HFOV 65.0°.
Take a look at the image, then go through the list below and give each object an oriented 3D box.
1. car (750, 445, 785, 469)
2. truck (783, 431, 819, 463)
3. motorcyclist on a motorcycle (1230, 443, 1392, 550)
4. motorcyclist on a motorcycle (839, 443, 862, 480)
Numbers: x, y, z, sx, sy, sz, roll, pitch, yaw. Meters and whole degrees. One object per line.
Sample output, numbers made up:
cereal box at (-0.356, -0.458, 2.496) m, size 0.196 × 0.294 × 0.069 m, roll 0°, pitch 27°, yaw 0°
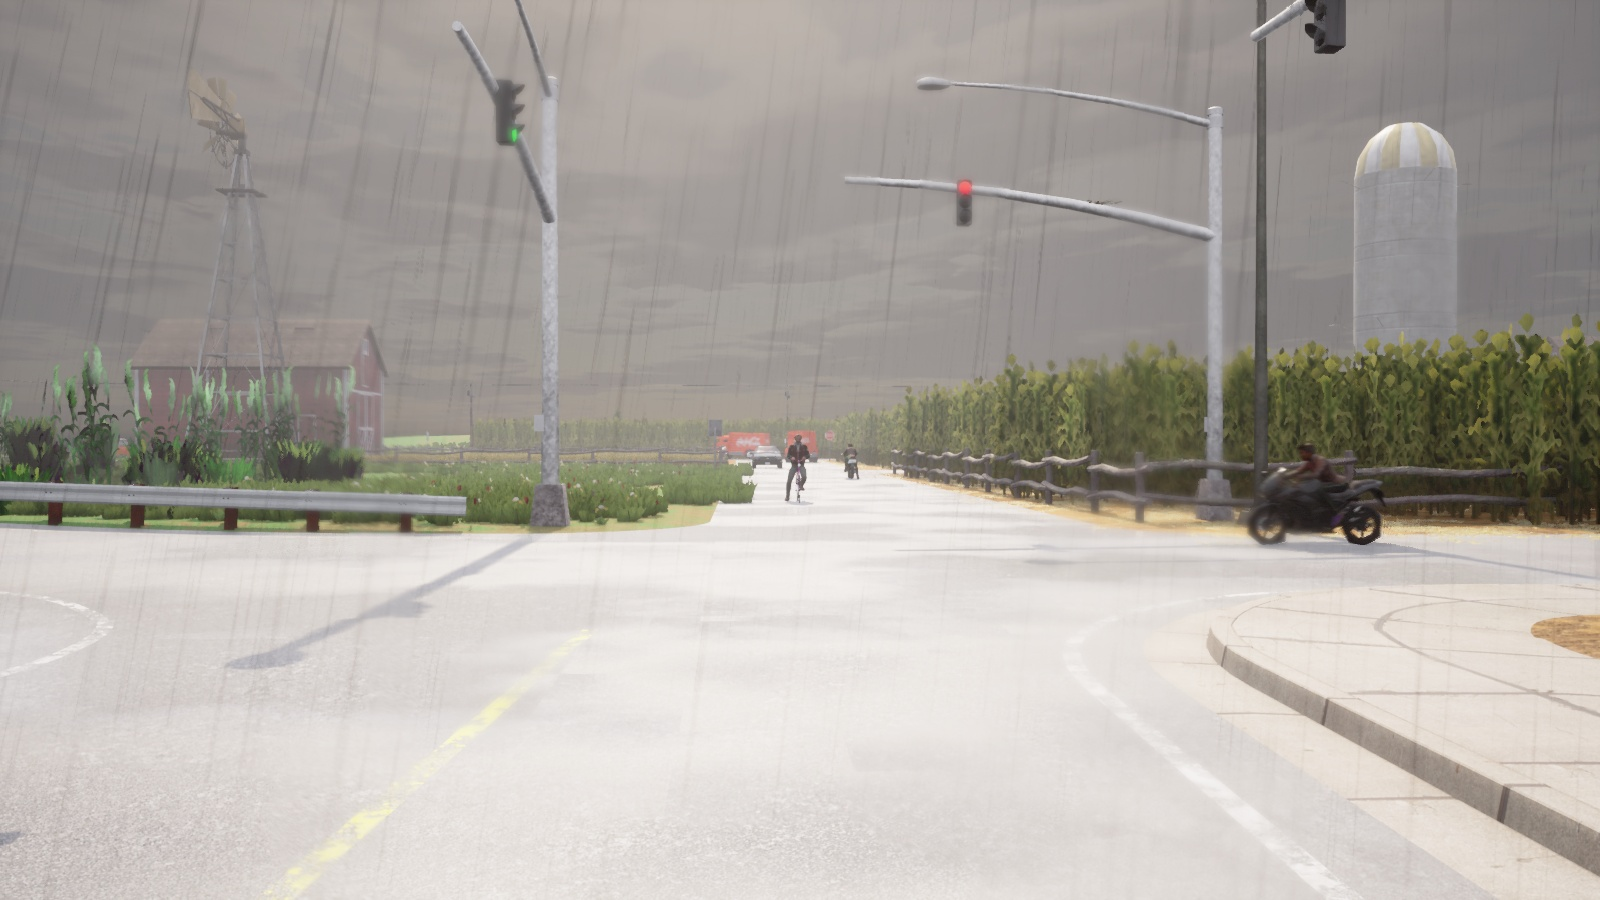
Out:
car at (-2.014, 0.396, 76.369) m, size 2.033 × 1.411 × 5.357 m, roll 0°, pitch 0°, yaw -2°
truck at (0.070, -0.265, 99.124) m, size 2.627 × 2.467 × 5.204 m, roll 0°, pitch 0°, yaw -2°
motorcyclist on a motorcycle at (7.480, 0.665, 18.437) m, size 2.044 × 1.523 × 0.797 m, roll 0°, pitch 0°, yaw -1°
motorcyclist on a motorcycle at (2.136, 0.466, 52.930) m, size 0.797 × 1.523 × 2.044 m, roll 0°, pitch 0°, yaw -3°
